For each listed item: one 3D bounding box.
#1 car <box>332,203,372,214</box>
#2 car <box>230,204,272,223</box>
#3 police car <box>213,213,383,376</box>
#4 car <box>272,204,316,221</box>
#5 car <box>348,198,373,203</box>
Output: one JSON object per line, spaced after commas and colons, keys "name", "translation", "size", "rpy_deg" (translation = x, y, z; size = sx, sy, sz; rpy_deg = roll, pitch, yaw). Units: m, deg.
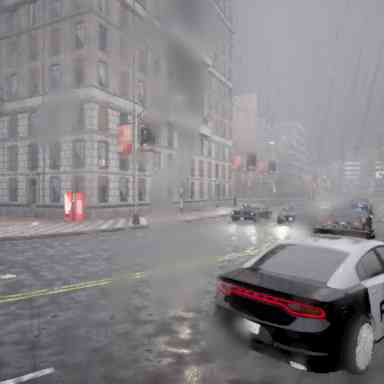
{"name": "car", "translation": [8.495, 1.540, 17.898], "size": [2.033, 1.411, 5.357], "rpy_deg": [0, 0, 32]}
{"name": "car", "translation": [4.604, 1.585, 25.308], "size": [1.895, 1.301, 4.718], "rpy_deg": [0, 0, 30]}
{"name": "police car", "translation": [2.623, 1.422, 5.796], "size": [5.238, 1.638, 1.930], "rpy_deg": [0, 1, -42]}
{"name": "car", "translation": [7.286, 1.552, 22.971], "size": [1.994, 1.385, 4.181], "rpy_deg": [0, 0, 30]}
{"name": "car", "translation": [16.588, 1.340, 32.779], "size": [2.097, 1.767, 4.553], "rpy_deg": [0, 0, 28]}
